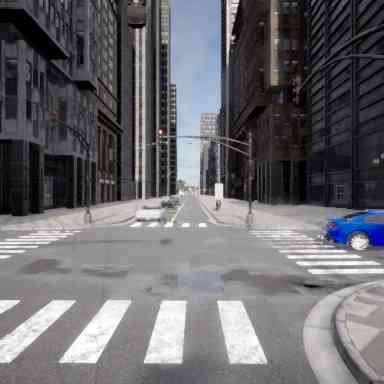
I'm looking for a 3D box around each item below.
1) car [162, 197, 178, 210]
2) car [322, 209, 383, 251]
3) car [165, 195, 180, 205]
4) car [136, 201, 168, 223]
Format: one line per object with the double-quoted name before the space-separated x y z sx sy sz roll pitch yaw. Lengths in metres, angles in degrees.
"car" -3.187 1.617 43.136 1.895 1.301 4.718 0 0 0
"car" 7.806 1.452 13.082 5.008 1.535 1.882 0 0 9
"car" -3.190 1.532 57.327 1.837 1.490 4.892 0 -1 0
"car" -3.155 1.608 25.880 1.895 1.301 4.718 0 0 0
